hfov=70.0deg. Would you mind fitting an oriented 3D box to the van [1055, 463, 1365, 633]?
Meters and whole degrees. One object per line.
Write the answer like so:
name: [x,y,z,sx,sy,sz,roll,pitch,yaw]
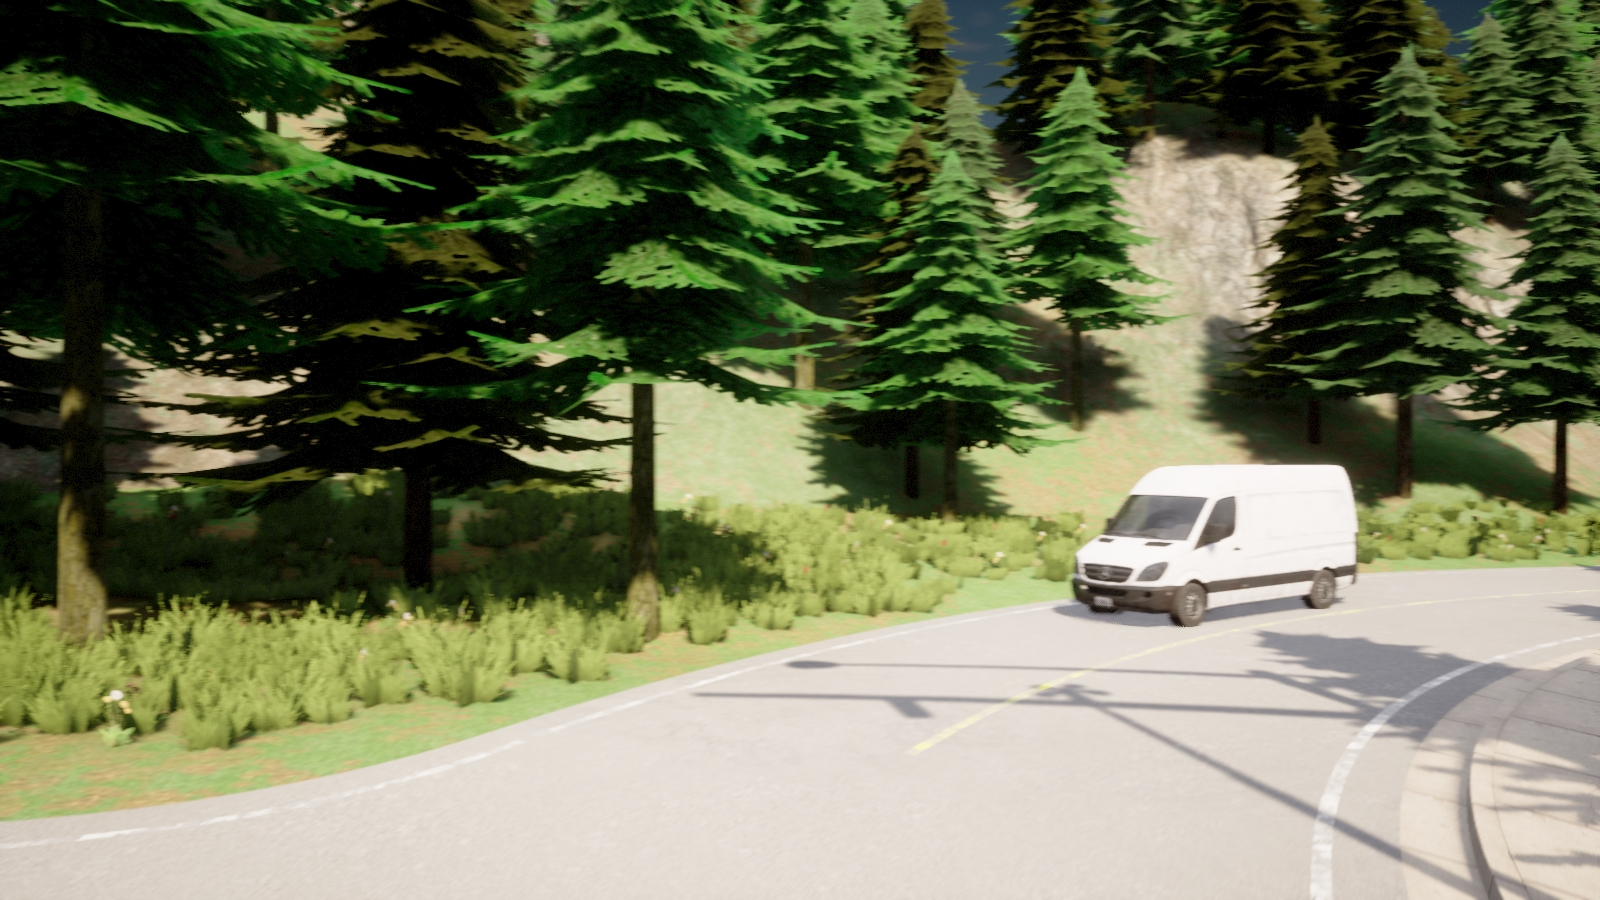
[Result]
van: [7.265,1.520,19.907,5.915,2.561,1.988,0,0,-34]
